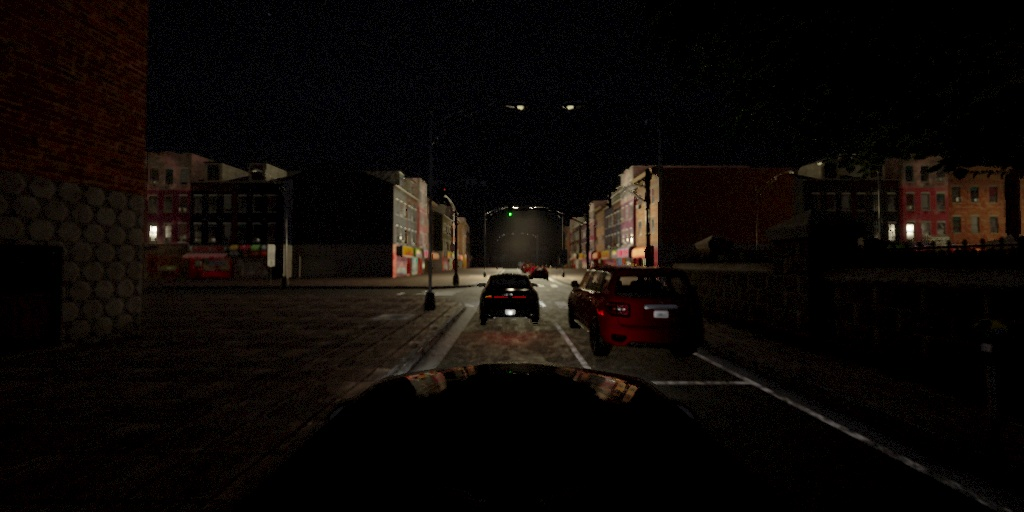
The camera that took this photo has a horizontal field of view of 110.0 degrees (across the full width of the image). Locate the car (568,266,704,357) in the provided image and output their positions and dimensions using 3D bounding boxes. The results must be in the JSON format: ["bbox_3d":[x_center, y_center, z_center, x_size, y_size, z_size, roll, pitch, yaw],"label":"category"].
[{"bbox_3d":[2.633,1.144,8.735,2.192,1.841,5.009,0,0,0],"label":"car"}]

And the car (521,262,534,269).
[{"bbox_3d":[2.597,1.916,51.472,1.888,1.381,4.507,0,0,0],"label":"car"}]

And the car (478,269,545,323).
[{"bbox_3d":[-0.126,1.380,12.640,1.837,1.490,4.892,0,-1,-2],"label":"car"}]

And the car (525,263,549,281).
[{"bbox_3d":[2.611,1.699,35.162,1.888,1.381,4.507,0,0,0],"label":"car"}]

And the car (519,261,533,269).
[{"bbox_3d":[2.592,1.761,56.909,2.192,1.841,5.009,0,0,0],"label":"car"}]
